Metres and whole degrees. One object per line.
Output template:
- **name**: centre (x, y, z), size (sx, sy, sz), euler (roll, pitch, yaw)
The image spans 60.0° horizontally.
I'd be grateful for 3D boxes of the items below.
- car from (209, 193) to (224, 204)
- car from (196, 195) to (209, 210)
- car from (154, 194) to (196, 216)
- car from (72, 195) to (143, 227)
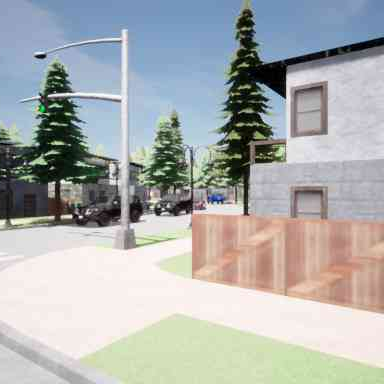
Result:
- **car**: centre (4.266, 1.202, 60.854), size (2.150, 2.045, 5.566), euler (0, 0, -9)
- **car**: centre (0.510, 1.333, 42.070), size (2.097, 1.767, 4.553), euler (0, 0, 9)
- **car**: centre (-1.747, 1.202, 32.471), size (2.150, 2.045, 5.566), euler (0, 0, 18)
- **car**: centre (-5.640, 1.202, 23.094), size (2.150, 2.045, 5.566), euler (0, 0, 27)
